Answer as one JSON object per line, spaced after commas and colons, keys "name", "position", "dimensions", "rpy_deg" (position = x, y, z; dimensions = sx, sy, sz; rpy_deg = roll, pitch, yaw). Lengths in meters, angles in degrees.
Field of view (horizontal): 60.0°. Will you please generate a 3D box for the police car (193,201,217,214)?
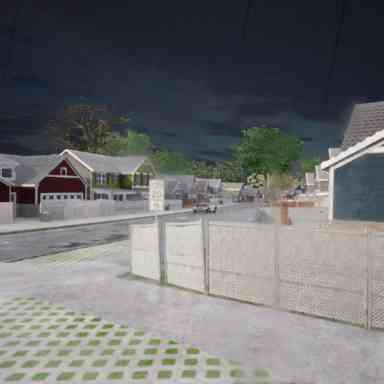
{"name": "police car", "position": [1.632, 1.898, 41.624], "dimensions": [2.038, 1.542, 4.974], "rpy_deg": [1, 0, 19]}
